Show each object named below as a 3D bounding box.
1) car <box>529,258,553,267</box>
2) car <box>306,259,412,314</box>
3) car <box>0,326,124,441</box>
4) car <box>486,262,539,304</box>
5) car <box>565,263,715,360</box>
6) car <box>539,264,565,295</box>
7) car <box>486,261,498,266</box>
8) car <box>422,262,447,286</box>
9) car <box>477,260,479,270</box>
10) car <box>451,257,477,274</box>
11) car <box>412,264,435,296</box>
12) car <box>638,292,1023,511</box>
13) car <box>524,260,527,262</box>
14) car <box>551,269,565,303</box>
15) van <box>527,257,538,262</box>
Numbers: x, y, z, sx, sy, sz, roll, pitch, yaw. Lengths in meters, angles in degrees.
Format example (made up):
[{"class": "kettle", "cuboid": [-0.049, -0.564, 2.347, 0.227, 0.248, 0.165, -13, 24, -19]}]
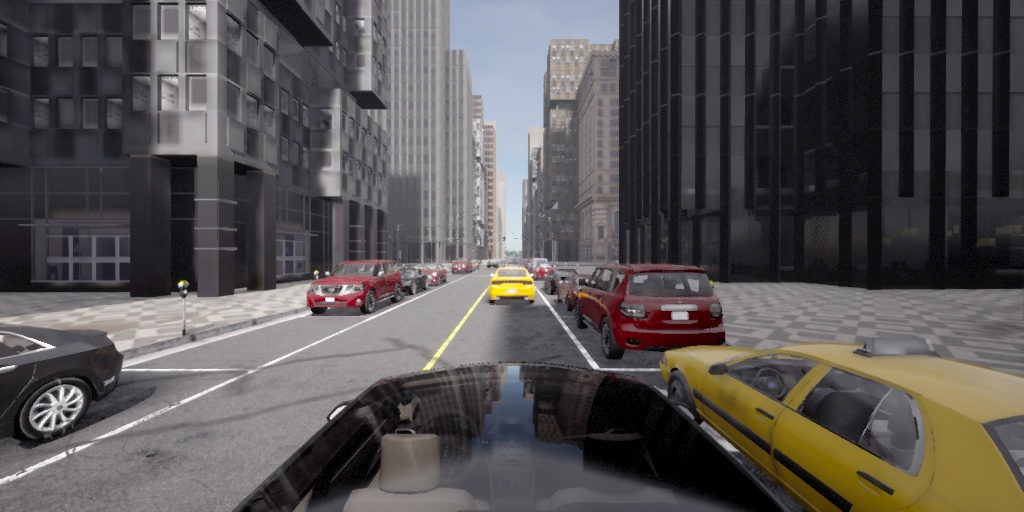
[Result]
[{"class": "car", "cuboid": [2.763, 1.187, 30.680, 1.967, 1.591, 4.097, 0, 0, 0]}, {"class": "car", "cuboid": [-5.763, 1.063, 13.872, 2.192, 1.841, 5.009, 0, 0, 0]}, {"class": "car", "cuboid": [-5.763, 1.300, 2.667, 2.007, 1.370, 4.403, 0, 0, 0]}, {"class": "car", "cuboid": [0.000, 1.234, 16.501, 1.882, 1.535, 5.008, 0, 0, 0]}, {"class": "car", "cuboid": [2.762, 1.063, 8.274, 2.192, 1.841, 5.009, 0, 0, 0]}, {"class": "car", "cuboid": [2.762, 1.314, 19.477, 1.948, 1.339, 4.313, 0, 0, 0]}, {"class": "car", "cuboid": [-3.000, 1.404, 56.471, 1.895, 1.301, 4.718, 0, 0, 0]}, {"class": "car", "cuboid": [-5.763, 1.188, 25.076, 1.967, 1.591, 4.097, 0, 0, 0]}, {"class": "car", "cuboid": [-5.763, 1.273, 47.315, 1.751, 1.417, 4.829, 0, 0, 0]}, {"class": "car", "cuboid": [-5.763, 1.062, 41.883, 2.192, 1.841, 5.009, 0, 0, 0]}, {"class": "car", "cuboid": [-5.763, 1.314, 19.474, 1.948, 1.339, 4.313, 0, 0, 0]}, {"class": "car", "cuboid": [2.762, 1.274, 2.841, 1.751, 1.417, 4.829, 0, 0, 0]}, {"class": "car", "cuboid": [2.763, 1.187, 41.883, 1.967, 1.591, 4.097, 0, 0, 0]}, {"class": "car", "cuboid": [2.762, 1.330, 13.875, 1.802, 1.307, 4.207, 0, 0, 0]}, {"class": "van", "cuboid": [2.763, 1.088, 36.282, 1.690, 1.789, 3.998, 0, 0, 0]}]
